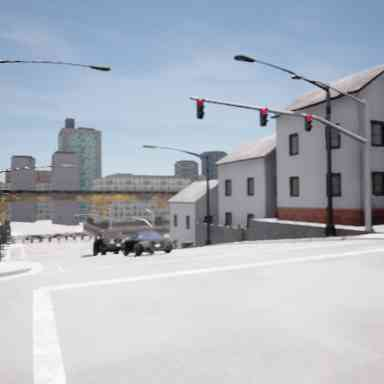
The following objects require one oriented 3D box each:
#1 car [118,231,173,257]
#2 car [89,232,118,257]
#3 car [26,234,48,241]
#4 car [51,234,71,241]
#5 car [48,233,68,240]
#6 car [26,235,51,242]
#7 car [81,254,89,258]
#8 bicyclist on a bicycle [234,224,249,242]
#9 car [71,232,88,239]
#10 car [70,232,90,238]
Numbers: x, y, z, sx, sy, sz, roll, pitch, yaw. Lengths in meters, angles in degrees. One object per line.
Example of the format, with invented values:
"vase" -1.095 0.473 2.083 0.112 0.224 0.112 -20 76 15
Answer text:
"car" -2.688 3.007 19.545 1.994 1.385 4.181 0 -9 -26
"car" -6.891 4.365 28.041 2.150 2.045 5.566 0 -13 -27
"car" -37.214 10.961 79.849 4.536 1.218 1.853 -1 -1 17
"car" -33.040 11.102 81.890 2.038 1.542 4.974 -1 -1 27
"car" -33.018 10.945 81.938 1.853 1.218 4.536 -1 -1 27
"car" -37.163 11.117 79.831 4.974 1.542 2.038 -1 -1 17
"car" -11.310 7.644 36.713 1.837 1.490 4.892 0 -21 -27
"bicyclist on a bicycle" 4.431 3.701 29.949 1.656 1.620 0.582 -1 -8 -26
"car" -28.584 11.098 84.983 4.974 1.542 2.038 -1 -1 2
"car" -28.637 10.941 84.987 4.536 1.218 1.853 -1 -1 2
